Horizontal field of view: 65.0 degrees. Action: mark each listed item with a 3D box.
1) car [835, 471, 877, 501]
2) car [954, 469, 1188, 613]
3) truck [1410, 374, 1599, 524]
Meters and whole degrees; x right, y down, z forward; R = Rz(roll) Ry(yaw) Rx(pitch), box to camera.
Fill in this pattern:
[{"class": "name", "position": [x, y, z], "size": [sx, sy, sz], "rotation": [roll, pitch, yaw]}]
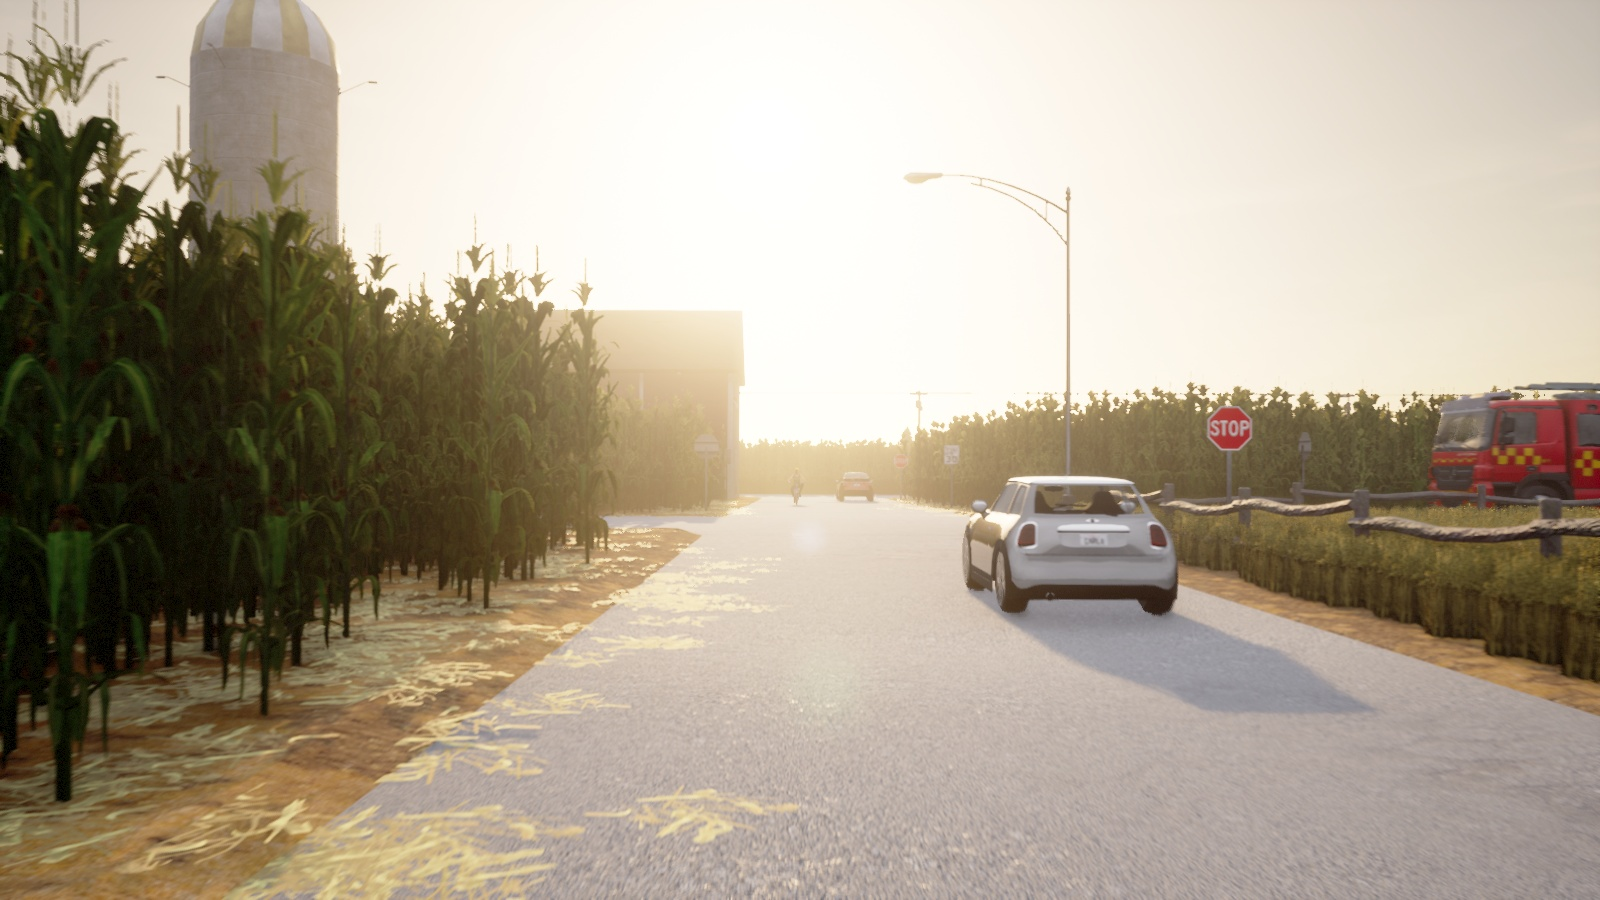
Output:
[{"class": "car", "position": [2.937, 1.884, 67.033], "size": [2.007, 1.525, 4.514], "rotation": [0, -1, 0]}, {"class": "car", "position": [3.063, 0.979, 15.019], "size": [1.970, 1.475, 3.806], "rotation": [0, -1, 0]}, {"class": "truck", "position": [21.257, 0.011, 33.589], "size": [8.468, 3.827, 2.891], "rotation": [0, -1, 0]}]
